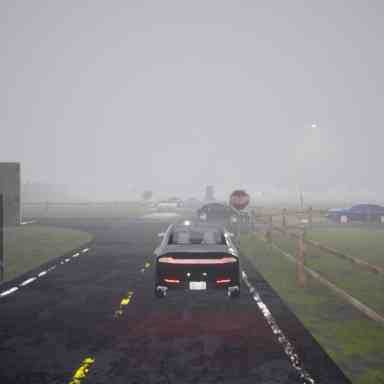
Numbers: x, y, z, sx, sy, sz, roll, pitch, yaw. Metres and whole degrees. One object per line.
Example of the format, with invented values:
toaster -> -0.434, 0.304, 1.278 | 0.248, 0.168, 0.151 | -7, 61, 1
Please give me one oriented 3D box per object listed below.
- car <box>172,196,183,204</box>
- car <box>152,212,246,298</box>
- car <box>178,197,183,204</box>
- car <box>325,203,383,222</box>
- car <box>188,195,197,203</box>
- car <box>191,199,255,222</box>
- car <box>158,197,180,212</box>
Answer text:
car -> -2.733, 1.556, 63.687 | 1.994, 1.385, 4.181 | 0, 0, 0
car -> 0.111, 1.491, 8.483 | 2.128, 1.511, 4.902 | 0, 0, 0
car -> -2.784, 1.472, 49.883 | 1.882, 1.535, 5.008 | 0, 0, 0
car -> 13.010, 1.590, 25.922 | 5.008, 1.535, 1.882 | 0, 0, 0
car -> 0.157, 1.468, 71.326 | 1.882, 1.535, 5.008 | 0, 0, 0
car -> 2.520, 1.516, 25.449 | 4.892, 1.490, 1.837 | 0, 1, 41
car -> -2.835, 1.597, 39.025 | 1.895, 1.301, 4.718 | 0, 0, 1
